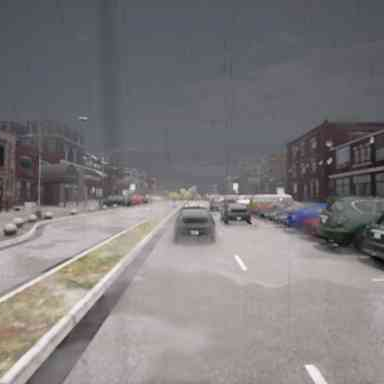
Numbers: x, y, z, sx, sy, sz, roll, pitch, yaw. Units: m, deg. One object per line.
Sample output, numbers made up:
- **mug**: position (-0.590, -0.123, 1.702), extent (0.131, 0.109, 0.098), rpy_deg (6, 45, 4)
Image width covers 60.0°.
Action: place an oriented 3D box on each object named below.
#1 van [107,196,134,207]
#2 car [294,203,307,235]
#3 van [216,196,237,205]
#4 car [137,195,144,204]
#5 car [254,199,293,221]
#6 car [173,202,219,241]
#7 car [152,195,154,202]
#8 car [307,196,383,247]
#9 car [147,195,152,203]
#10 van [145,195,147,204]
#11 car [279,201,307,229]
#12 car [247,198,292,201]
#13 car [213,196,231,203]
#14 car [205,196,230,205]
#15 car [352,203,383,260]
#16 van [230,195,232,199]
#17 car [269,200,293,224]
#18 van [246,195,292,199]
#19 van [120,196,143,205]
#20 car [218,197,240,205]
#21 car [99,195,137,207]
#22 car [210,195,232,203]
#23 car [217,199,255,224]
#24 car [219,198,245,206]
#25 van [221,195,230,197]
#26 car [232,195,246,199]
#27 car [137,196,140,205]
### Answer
- **van**: position (-12.709, 1.634, 59.434), extent (4.442, 1.987, 1.878), rpy_deg (0, -1, 0)
- **car**: position (7.669, 1.441, 15.387), extent (5.008, 1.535, 2.097), rpy_deg (0, 0, 0)
- **van**: position (7.648, 1.776, 73.287), extent (4.442, 1.987, 1.878), rpy_deg (0, 0, 0)
- **car**: position (-12.820, 1.667, 64.994), extent (5.566, 2.045, 2.435), rpy_deg (0, -1, 0)
- **car**: position (7.654, 1.512, 26.411), extent (4.792, 1.488, 2.163), rpy_deg (0, 0, 0)
- **car**: position (0.126, 1.465, 16.337), extent (1.837, 1.490, 4.892), rpy_deg (0, 0, 0)
- **car**: position (-12.540, 2.033, 79.010), extent (5.366, 1.575, 1.946), rpy_deg (0, 0, 0)
- **car**: position (7.689, 1.189, 12.631), extent (5.566, 2.045, 2.435), rpy_deg (0, 0, 0)
- **car**: position (-12.705, 1.764, 76.229), extent (5.566, 2.045, 2.435), rpy_deg (0, 0, 0)
- **van**: position (-12.864, 1.768, 73.330), extent (4.442, 1.987, 1.878), rpy_deg (0, 0, 0)
- **car**: position (7.665, 1.446, 18.143), extent (5.008, 1.535, 2.097), rpy_deg (0, 0, 0)
- **car**: position (7.694, 1.502, 29.167), extent (5.008, 1.535, 2.097), rpy_deg (0, 0, 0)
- **car**: position (7.757, 1.970, 87.077), extent (4.553, 1.767, 2.185), rpy_deg (0, 0, 0)
- **car**: position (3.162, 1.645, 41.841), extent (2.128, 1.511, 4.902), rpy_deg (0, -1, 0)
- **car**: position (7.623, 1.317, 9.876), extent (4.553, 1.767, 2.185), rpy_deg (0, 0, 0)
- **van**: position (7.596, 1.426, 42.952), extent (4.442, 1.987, 1.878), rpy_deg (0, -1, 0)
- **car**: position (7.680, 1.456, 20.899), extent (4.892, 1.521, 2.231), rpy_deg (0, 0, 0)
- **van**: position (7.809, 1.298, 31.804), extent (4.442, 1.987, 1.878), rpy_deg (0, -1, 0)
- **van**: position (-12.878, 1.746, 70.677), extent (4.442, 1.987, 1.878), rpy_deg (0, -1, 0)
- **car**: position (7.791, 1.853, 70.528), extent (4.553, 1.767, 2.185), rpy_deg (0, 0, 0)
- **car**: position (-12.873, 1.576, 56.658), extent (5.566, 2.045, 2.435), rpy_deg (0, -1, 0)
- **car**: position (7.765, 1.861, 89.835), extent (5.566, 2.045, 2.435), rpy_deg (0, 0, 0)
- **car**: position (3.124, 1.497, 24.457), extent (1.837, 1.490, 4.892), rpy_deg (0, 0, 0)
- **car**: position (7.721, 1.956, 65.011), extent (4.792, 1.488, 2.163), rpy_deg (0, -1, 0)
- **van**: position (7.857, 1.641, 59.495), extent (4.442, 1.987, 1.878), rpy_deg (0, -1, 0)
- **car**: position (7.674, 1.330, 37.441), extent (5.566, 2.045, 2.435), rpy_deg (0, -1, 0)
- **car**: position (-12.780, 1.921, 62.338), extent (4.792, 1.488, 2.163), rpy_deg (0, -1, 0)
